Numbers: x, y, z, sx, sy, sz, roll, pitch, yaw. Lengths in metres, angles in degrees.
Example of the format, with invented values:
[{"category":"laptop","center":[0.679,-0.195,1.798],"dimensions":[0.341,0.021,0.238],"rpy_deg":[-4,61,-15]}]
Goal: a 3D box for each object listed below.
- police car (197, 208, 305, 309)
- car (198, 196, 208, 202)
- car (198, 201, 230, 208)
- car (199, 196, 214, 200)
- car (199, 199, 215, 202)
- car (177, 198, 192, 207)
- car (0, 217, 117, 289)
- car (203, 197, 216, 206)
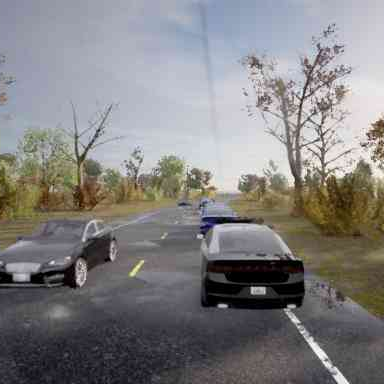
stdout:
[{"category":"police car","center":[1.144,1.427,8.081],"dimensions":[1.930,1.638,5.238],"rpy_deg":[0,0,1]},{"category":"car","center":[2.889,1.761,85.625],"dimensions":[2.128,1.511,4.902],"rpy_deg":[0,0,8]},{"category":"car","center":[1.408,1.485,17.923],"dimensions":[1.882,1.535,5.008],"rpy_deg":[0,0,2]},{"category":"car","center":[2.041,1.602,46.574],"dimensions":[1.812,1.442,4.674],"rpy_deg":[0,0,6]},{"category":"car","center":[1.644,1.491,23.892],"dimensions":[1.882,1.535,5.008],"rpy_deg":[0,0,3]},{"category":"car","center":[-1.095,1.666,52.156],"dimensions":[1.994,1.385,4.181],"rpy_deg":[0,0,5]},{"category":"car","center":[-3.457,1.494,9.299],"dimensions":[2.128,1.511,4.902],"rpy_deg":[0,0,1]},{"category":"car","center":[3.202,1.633,60.356],"dimensions":[2.128,1.511,4.902],"rpy_deg":[0,0,6]}]
